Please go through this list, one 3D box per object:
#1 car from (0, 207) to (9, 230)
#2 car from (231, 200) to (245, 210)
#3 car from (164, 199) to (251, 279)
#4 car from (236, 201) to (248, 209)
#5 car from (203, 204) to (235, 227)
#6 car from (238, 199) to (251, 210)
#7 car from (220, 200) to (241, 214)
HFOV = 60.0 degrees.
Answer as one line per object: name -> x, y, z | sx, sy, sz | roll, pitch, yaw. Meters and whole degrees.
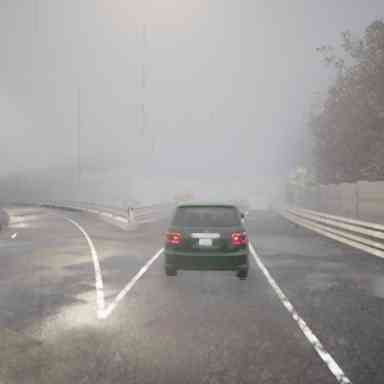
car -> -12.663, 1.587, 20.787 | 2.033, 1.411, 5.357 | 0, 0, -25
car -> 7.151, 1.987, 51.397 | 1.994, 1.385, 4.181 | 0, -2, 12
car -> 0.485, 1.246, 10.326 | 2.150, 2.045, 5.566 | 0, 0, 4
car -> 9.110, 2.435, 60.395 | 1.895, 1.301, 4.718 | 0, -3, 12
car -> 2.052, 1.618, 23.968 | 1.994, 1.385, 4.181 | 0, 0, 9
car -> 11.158, 2.679, 70.180 | 2.150, 2.045, 5.566 | 0, -4, 13
car -> 4.338, 1.664, 37.249 | 1.994, 1.385, 4.181 | 0, 0, 11
